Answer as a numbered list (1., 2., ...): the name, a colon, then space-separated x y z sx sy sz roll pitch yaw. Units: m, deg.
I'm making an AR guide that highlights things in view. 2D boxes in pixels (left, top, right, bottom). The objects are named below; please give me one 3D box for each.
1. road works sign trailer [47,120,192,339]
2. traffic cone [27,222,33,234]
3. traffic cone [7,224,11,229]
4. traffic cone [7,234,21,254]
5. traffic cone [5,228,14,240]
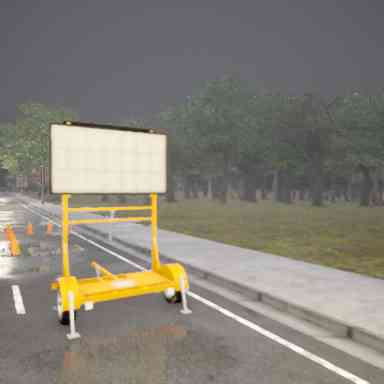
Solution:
1. road works sign trailer: -1.680 0.449 6.834 2.380 3.560 2.880 0 0 -31
2. traffic cone: -8.668 1.915 17.804 0.340 0.580 0.340 0 0 -31
3. traffic cone: -8.502 1.923 15.574 0.340 0.580 0.340 0 0 -31
4. traffic cone: -6.452 1.932 12.140 0.340 0.580 0.340 0 0 -31
5. traffic cone: -7.477 1.927 13.857 0.340 0.580 0.340 0 0 -31
